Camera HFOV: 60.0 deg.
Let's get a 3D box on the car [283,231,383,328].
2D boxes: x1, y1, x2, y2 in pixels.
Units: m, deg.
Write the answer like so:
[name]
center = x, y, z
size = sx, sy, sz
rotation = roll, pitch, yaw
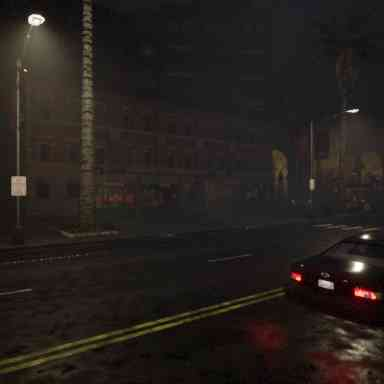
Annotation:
[car]
center = 4.212, 1.547, 6.863
size = 5.357, 1.411, 2.033
rotation = 0, 0, -36
